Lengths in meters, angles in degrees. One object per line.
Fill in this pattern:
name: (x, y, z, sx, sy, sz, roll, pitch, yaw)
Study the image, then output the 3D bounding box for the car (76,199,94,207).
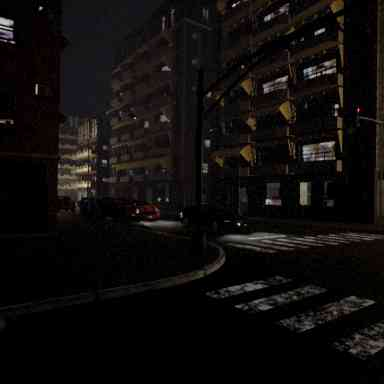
car: (-18.463, 1.873, 57.267, 1.802, 1.307, 4.206, 1, -1, -35)

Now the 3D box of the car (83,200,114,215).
car: (-10.279, 1.655, 36.328, 1.994, 1.385, 4.181, 1, -1, -35)

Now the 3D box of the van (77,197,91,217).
van: (-8.799, 1.358, 29.957, 1.690, 1.788, 3.998, 1, -1, -35)

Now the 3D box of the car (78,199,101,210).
car: (-14.697, 1.760, 47.672, 1.994, 1.385, 4.181, 1, -1, -35)

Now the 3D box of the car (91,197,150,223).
car: (-5.580, 1.313, 25.404, 2.192, 1.841, 5.009, 1, -1, -35)

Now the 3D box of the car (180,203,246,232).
car: (1.150, 1.531, 20.212, 1.837, 1.490, 4.892, 2, -1, -36)

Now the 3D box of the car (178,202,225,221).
car: (0.751, 1.691, 30.090, 1.752, 1.417, 4.829, 1, -1, -35)

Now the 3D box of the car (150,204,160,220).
car: (-4.575, 1.408, 28.260, 2.097, 1.767, 4.553, 1, -1, -35)

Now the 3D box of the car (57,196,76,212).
car: (-15.236, 1.372, 39.062, 2.192, 1.841, 5.009, 1, -1, -35)

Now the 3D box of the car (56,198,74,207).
car: (-22.462, 1.757, 58.659, 1.837, 1.490, 4.892, 1, -1, -35)
